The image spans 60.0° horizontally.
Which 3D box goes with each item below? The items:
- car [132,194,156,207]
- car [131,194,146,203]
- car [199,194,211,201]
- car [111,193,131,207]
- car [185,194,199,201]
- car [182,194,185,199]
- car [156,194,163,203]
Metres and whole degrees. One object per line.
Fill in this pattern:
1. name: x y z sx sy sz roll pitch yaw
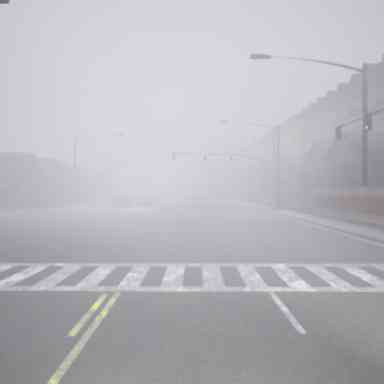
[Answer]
1. car: -7.081 1.383 49.320 2.128 1.511 4.902 0 0 0
2. car: -10.513 1.212 65.810 2.097 1.767 4.553 0 0 0
3. car: 3.455 1.374 78.744 1.994 1.385 4.181 0 0 -3
4. car: -10.575 1.108 50.058 2.150 2.045 5.566 0 0 0
5. car: -0.031 1.319 77.422 1.837 1.490 4.892 0 0 -3
6. car: -1.193 1.179 87.513 1.837 1.490 4.892 0 0 -17
7. car: -7.011 1.204 66.924 2.097 1.767 4.553 0 0 0
